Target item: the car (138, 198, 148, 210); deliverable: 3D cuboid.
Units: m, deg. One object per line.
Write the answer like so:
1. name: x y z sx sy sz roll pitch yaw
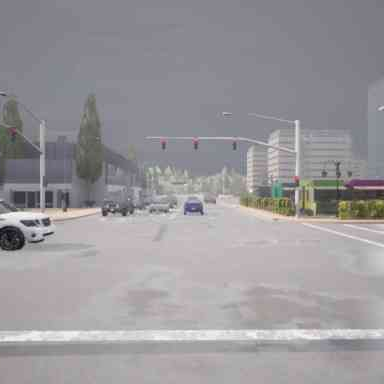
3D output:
1. car: -7.068 1.491 42.296 2.128 1.511 4.902 0 0 0

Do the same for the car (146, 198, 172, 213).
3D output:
1. car: -3.573 1.601 36.747 1.895 1.301 4.718 0 0 0

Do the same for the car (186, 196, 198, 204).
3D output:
1. car: 0.049 1.492 63.850 2.128 1.511 4.902 0 0 0

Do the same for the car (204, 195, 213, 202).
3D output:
1. car: 3.555 1.397 73.893 1.812 1.442 4.674 0 0 0

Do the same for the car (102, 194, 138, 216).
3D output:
1. car: -7.089 1.221 32.408 2.150 2.045 5.566 0 0 1

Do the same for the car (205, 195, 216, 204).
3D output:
1. car: 3.547 1.491 63.618 2.128 1.511 4.902 0 0 0

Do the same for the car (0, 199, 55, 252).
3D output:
1. car: -8.563 1.224 13.433 5.566 2.045 2.150 0 0 -2

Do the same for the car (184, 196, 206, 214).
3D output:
1. car: 0.153 1.477 35.114 1.882 1.535 5.008 0 0 0

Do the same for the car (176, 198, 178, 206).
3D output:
1. car: -3.542 1.352 55.925 2.097 1.767 4.553 0 0 0

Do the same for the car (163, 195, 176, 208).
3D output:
1. car: -3.564 1.505 46.061 1.837 1.490 4.892 0 0 0

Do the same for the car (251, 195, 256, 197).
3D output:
1. car: 17.833 1.153 86.775 4.605 1.855 1.932 0 0 -1

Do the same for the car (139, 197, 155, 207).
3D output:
1. car: -7.051 1.564 52.253 1.994 1.385 4.181 0 0 0
